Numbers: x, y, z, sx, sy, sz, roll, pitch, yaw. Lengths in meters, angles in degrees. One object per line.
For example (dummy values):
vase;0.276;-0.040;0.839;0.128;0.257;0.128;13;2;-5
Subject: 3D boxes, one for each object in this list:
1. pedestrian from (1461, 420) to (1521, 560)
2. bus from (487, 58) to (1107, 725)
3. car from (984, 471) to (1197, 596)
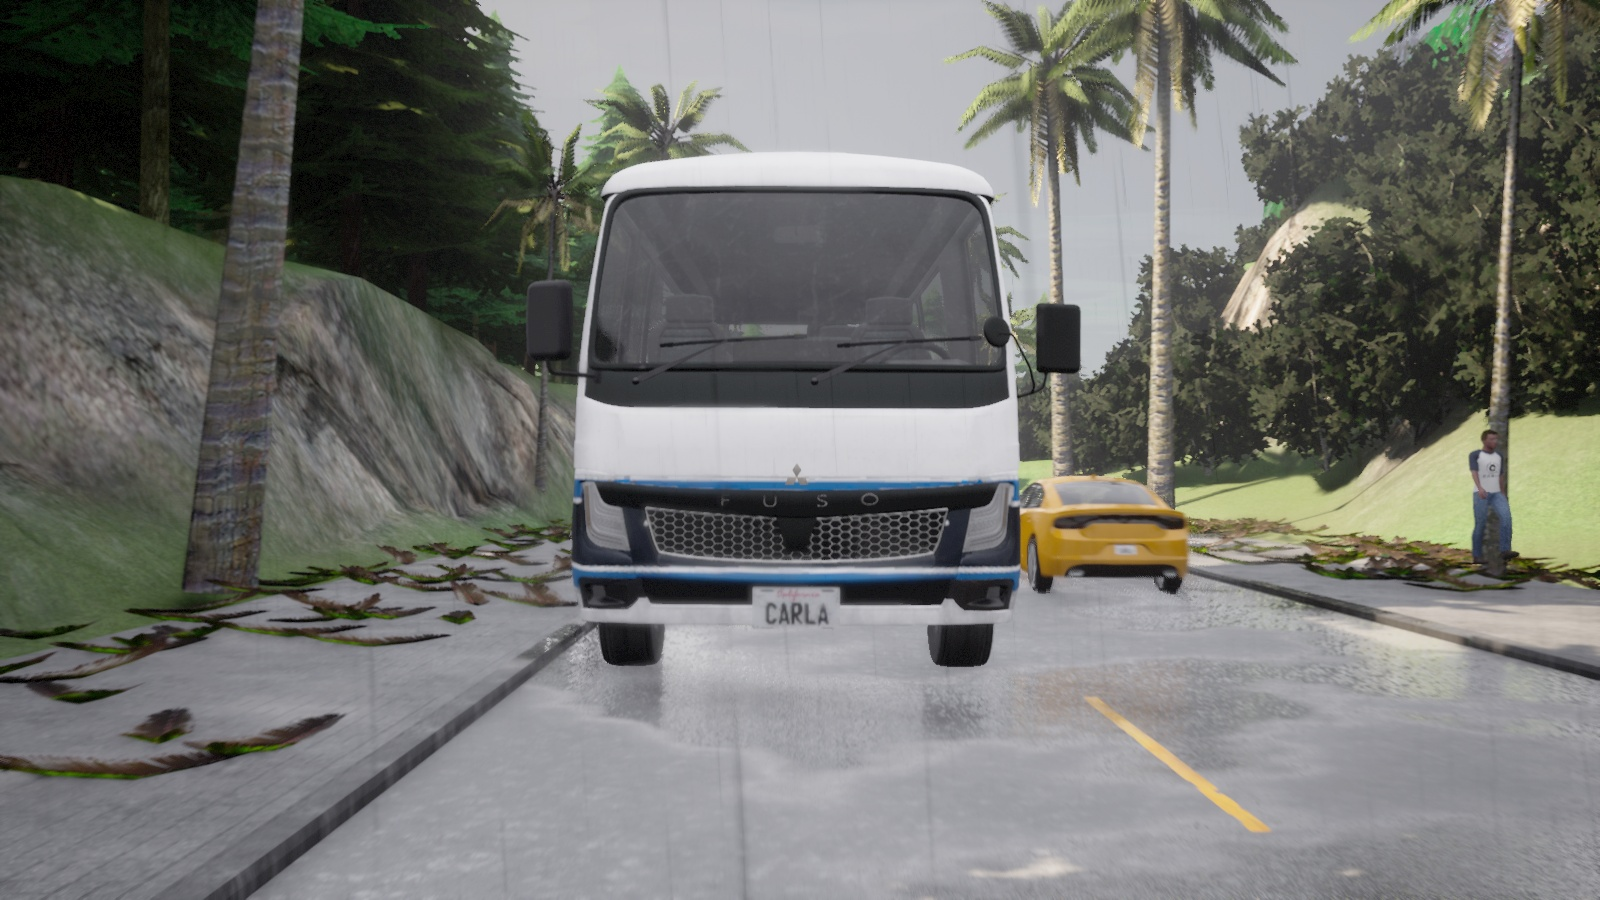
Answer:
pedestrian;9.227;0.529;16.784;0.354;1.836;0.706;0;-1;-5
bus;-0.034;-0.341;13.167;3.944;4.253;10.273;0;0;0
car;3.962;1.079;18.065;1.882;1.535;5.008;0;-1;0
